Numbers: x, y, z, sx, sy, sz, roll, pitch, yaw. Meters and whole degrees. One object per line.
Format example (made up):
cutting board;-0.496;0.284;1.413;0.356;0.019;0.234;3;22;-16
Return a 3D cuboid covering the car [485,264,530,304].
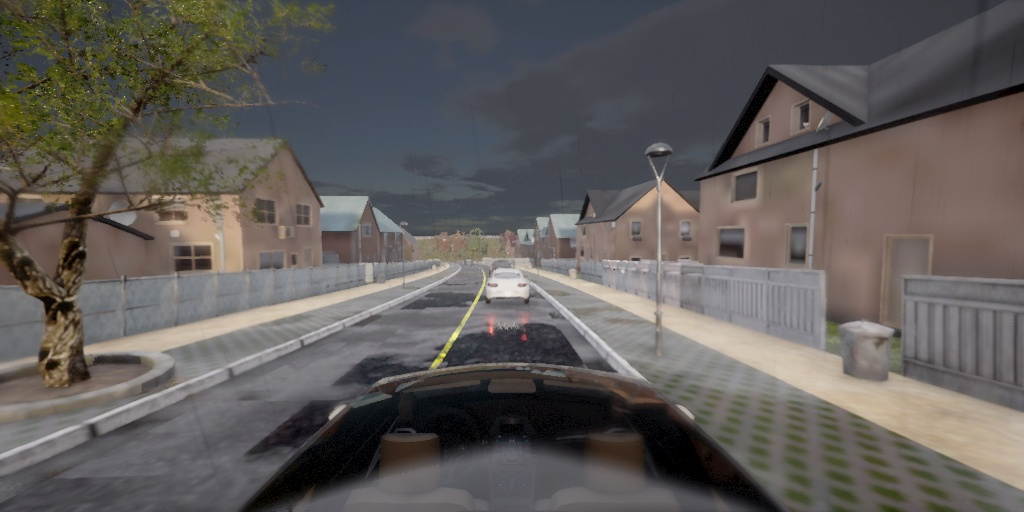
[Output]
car;-0.229;1.284;16.190;1.812;1.442;4.674;0;0;-2

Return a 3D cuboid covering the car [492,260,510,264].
car;-0.981;1.133;31.215;2.097;1.767;4.553;0;0;-4
